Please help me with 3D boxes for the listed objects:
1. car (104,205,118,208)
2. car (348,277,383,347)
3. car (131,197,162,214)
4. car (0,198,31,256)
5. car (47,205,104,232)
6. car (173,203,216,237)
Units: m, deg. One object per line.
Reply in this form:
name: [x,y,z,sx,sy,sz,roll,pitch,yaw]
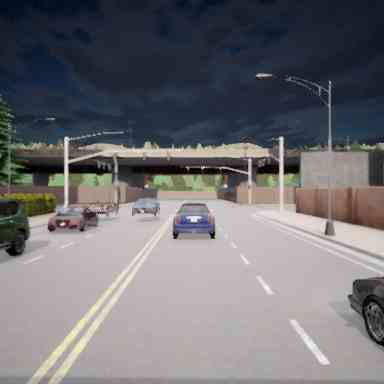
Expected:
car: [-7.002,1.200,26.127,1.895,1.301,4.718,0,0,0]
car: [3.600,1.546,3.259,2.033,1.411,5.357,0,0,0]
car: [-3.502,1.083,26.158,1.882,1.535,5.008,0,0,0]
car: [-7.073,1.218,10.134,2.150,2.045,5.566,0,0,0]
car: [-7.001,1.557,19.999,1.994,1.385,4.181,0,0,0]
car: [0.099,1.346,17.938,2.097,1.767,4.553,0,0,0]
